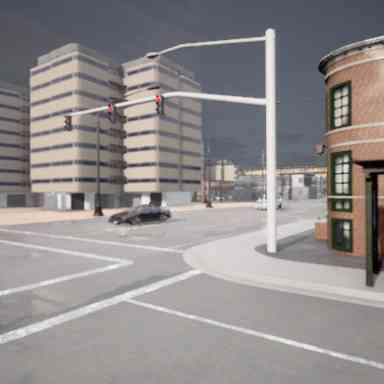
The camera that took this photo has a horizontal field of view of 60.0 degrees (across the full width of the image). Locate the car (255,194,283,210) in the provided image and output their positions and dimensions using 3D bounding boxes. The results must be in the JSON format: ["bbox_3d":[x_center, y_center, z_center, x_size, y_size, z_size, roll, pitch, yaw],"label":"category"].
[{"bbox_3d":[10.440,1.346,44.841,2.150,2.045,5.566,-1,0,35],"label":"car"}]

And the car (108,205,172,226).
[{"bbox_3d":[-3.699,1.680,24.870,2.033,1.411,5.357,-1,0,35],"label":"car"}]
